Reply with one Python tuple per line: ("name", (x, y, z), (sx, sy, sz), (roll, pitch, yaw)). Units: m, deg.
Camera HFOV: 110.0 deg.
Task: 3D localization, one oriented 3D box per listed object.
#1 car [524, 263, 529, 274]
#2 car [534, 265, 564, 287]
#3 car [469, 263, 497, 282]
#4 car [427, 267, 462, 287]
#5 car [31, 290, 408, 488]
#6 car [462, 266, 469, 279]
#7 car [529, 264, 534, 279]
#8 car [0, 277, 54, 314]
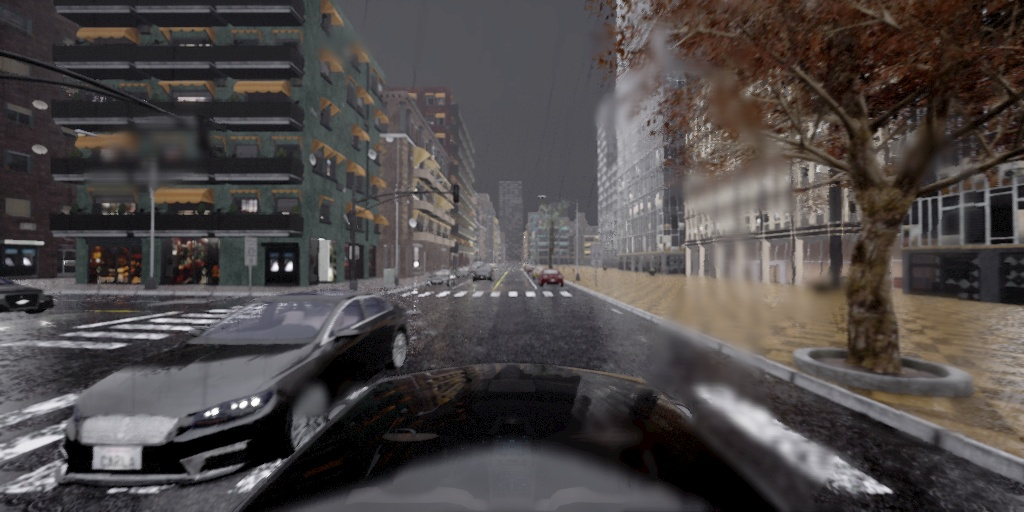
("car", (3.231, 2.064, 55.631), (1.802, 1.307, 4.207), (0, 0, 1))
("car", (2.963, 1.640, 27.972), (1.888, 1.381, 4.507), (0, 0, 1))
("car", (-2.669, 1.698, 34.358), (1.837, 1.490, 4.892), (0, -1, 1))
("car", (-5.417, 1.662, 28.053), (2.007, 1.370, 4.403), (0, 0, 1))
("car", (-2.951, 1.292, 5.159), (2.128, 1.511, 4.902), (0, -1, 1))
("car", (-5.310, 1.815, 39.117), (2.007, 1.370, 4.403), (0, 0, 1))
("car", (3.072, 1.773, 39.206), (1.751, 1.417, 4.829), (0, 0, 1))
("car", (-17.470, 1.250, 11.341), (4.181, 1.385, 1.994), (1, -1, 0))
